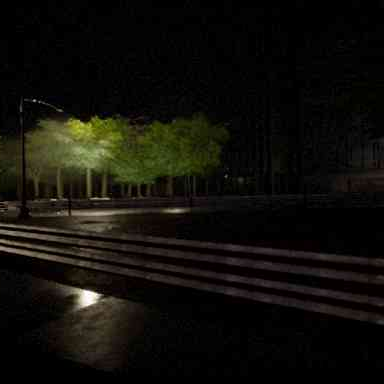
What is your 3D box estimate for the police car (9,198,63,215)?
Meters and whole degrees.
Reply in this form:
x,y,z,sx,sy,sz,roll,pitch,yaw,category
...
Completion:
x,y,z,sx,sy,sz,roll,pitch,yaw,category
-15.708,1.396,33.541,5.238,1.638,1.930,-2,0,4,police car
